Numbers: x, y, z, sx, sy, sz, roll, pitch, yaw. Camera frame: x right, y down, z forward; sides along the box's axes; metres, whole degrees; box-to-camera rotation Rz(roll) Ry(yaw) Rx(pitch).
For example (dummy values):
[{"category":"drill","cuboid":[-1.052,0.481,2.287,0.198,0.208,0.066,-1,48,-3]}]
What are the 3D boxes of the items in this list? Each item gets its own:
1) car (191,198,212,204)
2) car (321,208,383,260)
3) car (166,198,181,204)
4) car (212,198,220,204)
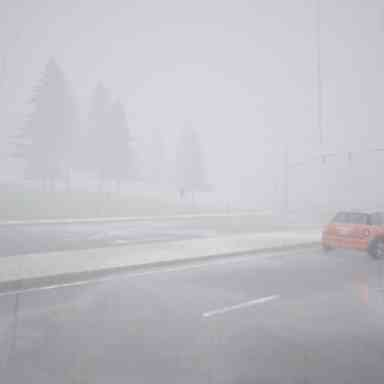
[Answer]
[{"category":"car","cuboid":[1.841,2.090,76.639,1.895,1.301,4.718,1,0,-35]},{"category":"car","cuboid":[7.274,1.497,13.333,4.553,1.767,2.097,1,-1,-35]},{"category":"car","cuboid":[-3.908,1.971,72.647,1.994,1.385,4.181,1,0,-35]},{"category":"car","cuboid":[4.691,2.056,78.672,1.812,1.442,4.674,1,0,-35]}]
